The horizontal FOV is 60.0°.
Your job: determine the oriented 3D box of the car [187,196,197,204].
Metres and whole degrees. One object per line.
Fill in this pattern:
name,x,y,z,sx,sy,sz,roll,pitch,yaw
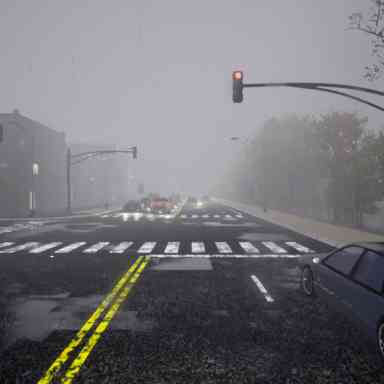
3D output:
car,0.031,1.518,65.832,1.812,1.442,4.674,0,0,0

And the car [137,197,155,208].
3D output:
car,-6.623,1.499,48.422,1.837,1.490,4.892,0,0,0

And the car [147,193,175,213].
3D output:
car,-3.350,1.347,36.509,2.097,1.767,4.553,0,0,0

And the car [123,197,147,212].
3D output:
car,-6.603,1.558,38.027,1.994,1.385,4.181,0,0,0

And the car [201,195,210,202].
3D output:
car,3.149,1.470,78.813,1.882,1.535,5.008,0,0,0

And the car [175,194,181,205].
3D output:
car,-3.383,1.485,55.643,2.128,1.511,4.902,0,0,0

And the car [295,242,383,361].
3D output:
car,3.353,1.546,5.448,2.033,1.411,5.357,0,0,0

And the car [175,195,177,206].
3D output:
car,-3.369,1.499,45.381,1.837,1.490,4.892,0,0,0

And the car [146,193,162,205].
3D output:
car,-6.629,1.215,58.941,2.150,2.045,5.566,0,0,0
